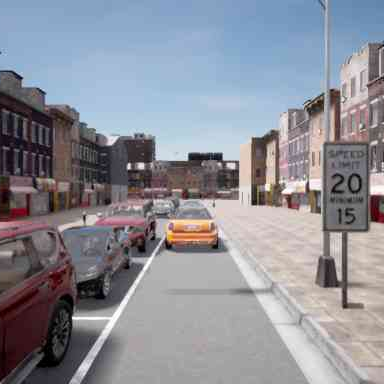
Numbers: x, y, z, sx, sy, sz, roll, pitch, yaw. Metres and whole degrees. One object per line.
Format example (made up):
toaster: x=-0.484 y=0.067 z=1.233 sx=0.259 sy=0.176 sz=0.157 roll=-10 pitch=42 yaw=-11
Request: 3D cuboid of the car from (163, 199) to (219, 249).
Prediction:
car: x=0.000 y=1.366 z=14.622 sx=2.097 sy=1.767 sz=4.553 roll=0 pitch=0 yaw=0

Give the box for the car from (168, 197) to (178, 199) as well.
car: x=-2.644 y=1.536 z=35.361 sx=1.752 sy=1.417 sz=4.829 roll=0 pitch=0 yaw=0

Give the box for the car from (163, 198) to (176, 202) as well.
car: x=-2.644 y=1.557 z=30.104 sx=2.008 sy=1.369 sz=4.403 roll=0 pitch=0 yaw=0

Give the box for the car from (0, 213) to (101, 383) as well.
car: x=-2.645 y=1.313 z=2.969 sx=2.192 sy=1.841 sz=5.009 roll=0 pitch=0 yaw=0

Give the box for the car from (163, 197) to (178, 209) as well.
car: x=-3.020 y=1.526 z=47.819 sx=1.837 sy=1.490 sz=4.892 roll=0 pitch=0 yaw=0

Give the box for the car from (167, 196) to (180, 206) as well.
car: x=-3.015 y=1.507 z=54.819 sx=1.882 sy=1.535 sz=5.008 roll=0 pitch=0 yaw=0

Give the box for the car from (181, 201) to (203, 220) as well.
car: x=0.000 y=1.540 z=29.653 sx=1.812 sy=1.442 sz=4.674 roll=0 pitch=0 yaw=0

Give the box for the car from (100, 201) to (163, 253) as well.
car: x=-2.645 y=1.313 z=13.823 sx=2.192 sy=1.841 sz=5.009 roll=0 pitch=0 yaw=0

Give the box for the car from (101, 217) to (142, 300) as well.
car: x=-2.643 y=1.564 z=8.396 sx=1.947 sy=1.339 sz=4.313 roll=0 pitch=0 yaw=0
